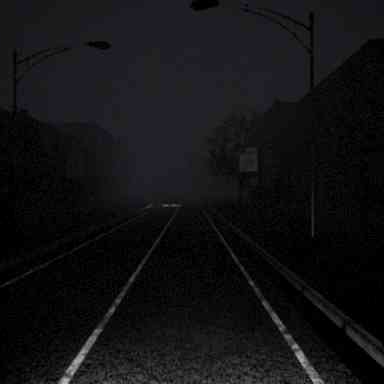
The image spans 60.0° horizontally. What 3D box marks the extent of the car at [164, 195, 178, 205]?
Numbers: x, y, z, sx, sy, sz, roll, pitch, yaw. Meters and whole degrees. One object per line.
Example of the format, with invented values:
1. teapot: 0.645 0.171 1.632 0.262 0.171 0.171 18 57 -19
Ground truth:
1. car: -3.240 1.221 51.130 1.994 1.385 4.181 0 1 0
